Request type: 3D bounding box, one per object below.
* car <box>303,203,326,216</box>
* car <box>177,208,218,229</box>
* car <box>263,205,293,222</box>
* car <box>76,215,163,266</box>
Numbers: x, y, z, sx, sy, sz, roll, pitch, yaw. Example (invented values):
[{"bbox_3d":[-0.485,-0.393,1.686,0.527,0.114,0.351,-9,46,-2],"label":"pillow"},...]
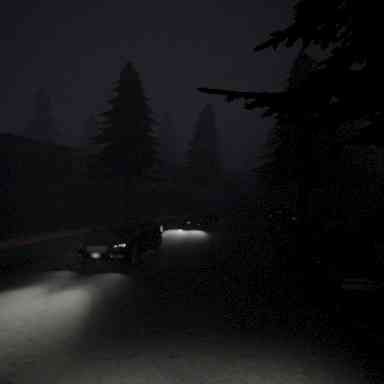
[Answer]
[{"bbox_3d":[14.462,2.068,40.061,2.033,1.411,5.357,-1,-1,40],"label":"car"},{"bbox_3d":[0.484,1.880,24.043,1.994,1.385,4.181,0,-1,21],"label":"car"},{"bbox_3d":[7.959,1.927,30.769,1.812,1.442,4.674,0,-1,29],"label":"car"},{"bbox_3d":[-2.445,1.654,12.342,2.128,1.511,4.902,0,-1,10],"label":"car"}]
